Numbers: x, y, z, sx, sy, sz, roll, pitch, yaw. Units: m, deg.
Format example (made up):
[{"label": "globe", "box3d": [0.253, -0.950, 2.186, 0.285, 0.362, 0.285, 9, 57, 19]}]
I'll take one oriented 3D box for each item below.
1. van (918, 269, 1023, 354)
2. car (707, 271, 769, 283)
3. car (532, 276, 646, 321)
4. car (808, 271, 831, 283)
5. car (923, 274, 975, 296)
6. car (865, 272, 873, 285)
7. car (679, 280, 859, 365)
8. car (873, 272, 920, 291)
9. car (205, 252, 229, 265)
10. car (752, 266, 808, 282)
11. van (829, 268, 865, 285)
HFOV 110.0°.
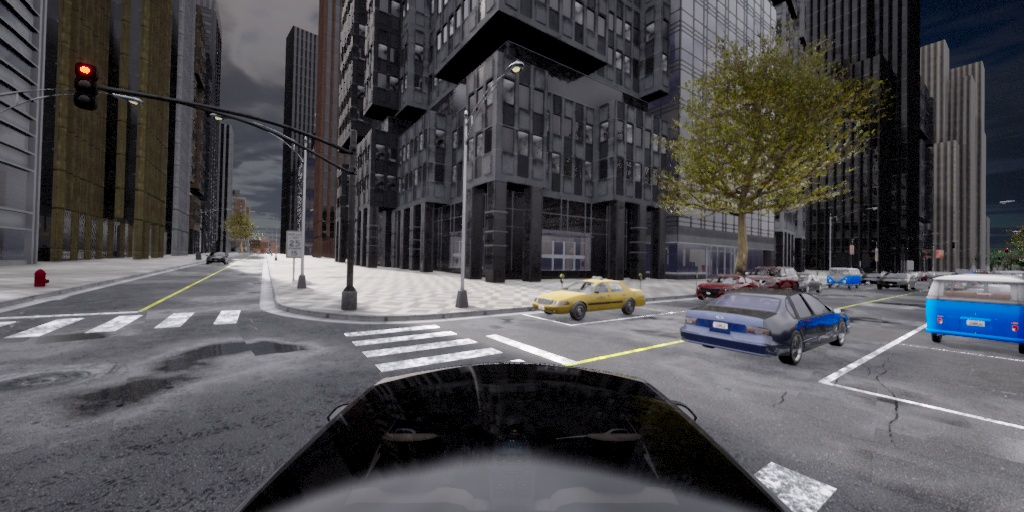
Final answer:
[{"label": "van", "box3d": [12.390, 1.384, 9.468, 3.998, 1.789, 1.690, 0, 0, -35]}, {"label": "car", "box3d": [11.774, 1.689, 19.425, 4.507, 1.381, 1.888, 0, 0, -35]}, {"label": "car", "box3d": [2.948, 1.447, 13.292, 4.829, 1.417, 1.751, 0, 0, -35]}, {"label": "car", "box3d": [20.456, 1.920, 25.464, 4.403, 1.370, 2.007, 0, 0, -35]}, {"label": "car", "box3d": [33.514, 2.178, 27.446, 5.357, 1.411, 2.033, 1, -1, -34]}, {"label": "car", "box3d": [37.818, 2.392, 37.542, 4.313, 1.339, 1.948, 0, 0, -35]}, {"label": "car", "box3d": [6.166, 1.468, 8.503, 5.357, 1.411, 2.033, 1, -1, -35]}, {"label": "car", "box3d": [33.344, 2.174, 31.064, 4.892, 1.490, 1.837, 2, -1, -35]}, {"label": "car", "box3d": [-35.418, 0.239, 43.192, 1.837, 1.490, 4.892, 2, 0, -35]}, {"label": "car", "box3d": [16.115, 1.571, 22.445, 5.009, 1.841, 2.192, 0, 0, -35]}, {"label": "van", "box3d": [29.137, 1.938, 31.503, 3.998, 1.789, 1.690, 0, 0, -35]}]
